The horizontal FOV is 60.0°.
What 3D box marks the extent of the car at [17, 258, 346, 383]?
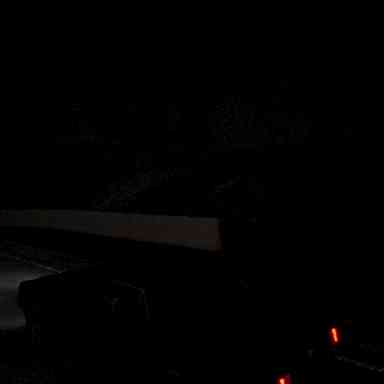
[{"bbox_3d":[-0.600,1.636,4.658,4.718,1.301,1.895,-1,-1,40],"label":"car"}]
